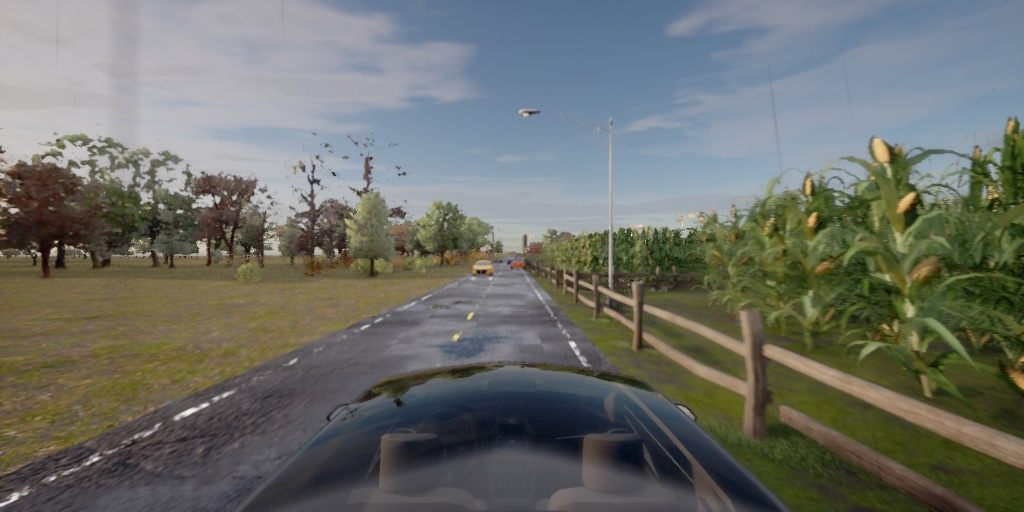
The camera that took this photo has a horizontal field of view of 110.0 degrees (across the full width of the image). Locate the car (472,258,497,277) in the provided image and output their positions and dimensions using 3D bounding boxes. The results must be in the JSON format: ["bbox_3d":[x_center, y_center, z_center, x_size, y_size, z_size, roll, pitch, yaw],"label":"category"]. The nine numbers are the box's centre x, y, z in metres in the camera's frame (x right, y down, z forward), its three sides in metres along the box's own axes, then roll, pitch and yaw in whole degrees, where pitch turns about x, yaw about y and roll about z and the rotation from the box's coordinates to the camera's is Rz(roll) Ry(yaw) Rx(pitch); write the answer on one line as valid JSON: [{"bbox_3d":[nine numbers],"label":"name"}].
[{"bbox_3d":[-2.854,1.207,35.858,1.882,1.535,5.008,0,0,0],"label":"car"}]

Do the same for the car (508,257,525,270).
[{"bbox_3d":[0.883,1.053,53.016,2.097,1.767,4.553,0,0,1],"label":"car"}]
